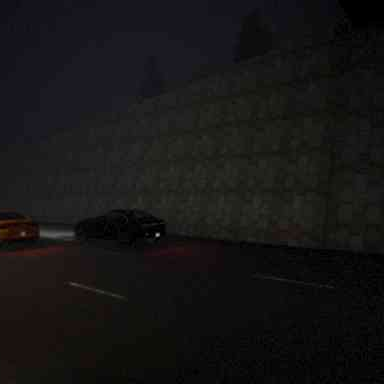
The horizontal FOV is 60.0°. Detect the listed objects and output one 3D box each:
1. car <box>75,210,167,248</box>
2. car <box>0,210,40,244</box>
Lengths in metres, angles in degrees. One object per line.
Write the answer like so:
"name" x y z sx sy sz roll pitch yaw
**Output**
"car" -3.372 1.560 15.222 4.902 1.511 2.128 0 0 37
"car" -8.805 1.543 14.888 5.008 1.535 1.882 0 0 37
